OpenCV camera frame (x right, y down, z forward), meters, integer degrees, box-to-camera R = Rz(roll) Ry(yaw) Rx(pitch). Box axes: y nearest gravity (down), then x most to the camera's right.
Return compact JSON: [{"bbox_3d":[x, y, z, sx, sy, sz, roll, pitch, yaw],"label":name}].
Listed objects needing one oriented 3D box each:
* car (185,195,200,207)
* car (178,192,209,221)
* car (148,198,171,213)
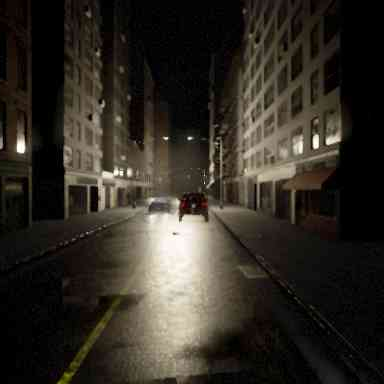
[{"bbox_3d":[0.102,1.149,44.619,1.882,1.535,5.008,0,0,0],"label":"car"},{"bbox_3d":[0.110,1.032,25.534,2.150,2.045,5.566,0,0,0],"label":"car"},{"bbox_3d":[-3.081,1.323,32.567,1.994,1.385,4.181,0,0,0],"label":"car"}]
